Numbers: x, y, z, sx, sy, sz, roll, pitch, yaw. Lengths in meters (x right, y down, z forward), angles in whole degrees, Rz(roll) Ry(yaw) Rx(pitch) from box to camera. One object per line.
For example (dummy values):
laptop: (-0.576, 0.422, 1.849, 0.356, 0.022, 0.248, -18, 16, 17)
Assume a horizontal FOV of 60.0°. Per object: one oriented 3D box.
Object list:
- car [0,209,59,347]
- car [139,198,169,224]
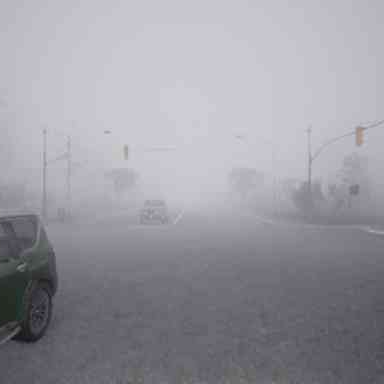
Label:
car: (-3.455, 1.286, 3.710, 2.150, 2.045, 5.566, 0, -1, 0)
car: (-3.237, 1.614, 29.240, 2.150, 2.045, 5.566, 0, 0, 0)
